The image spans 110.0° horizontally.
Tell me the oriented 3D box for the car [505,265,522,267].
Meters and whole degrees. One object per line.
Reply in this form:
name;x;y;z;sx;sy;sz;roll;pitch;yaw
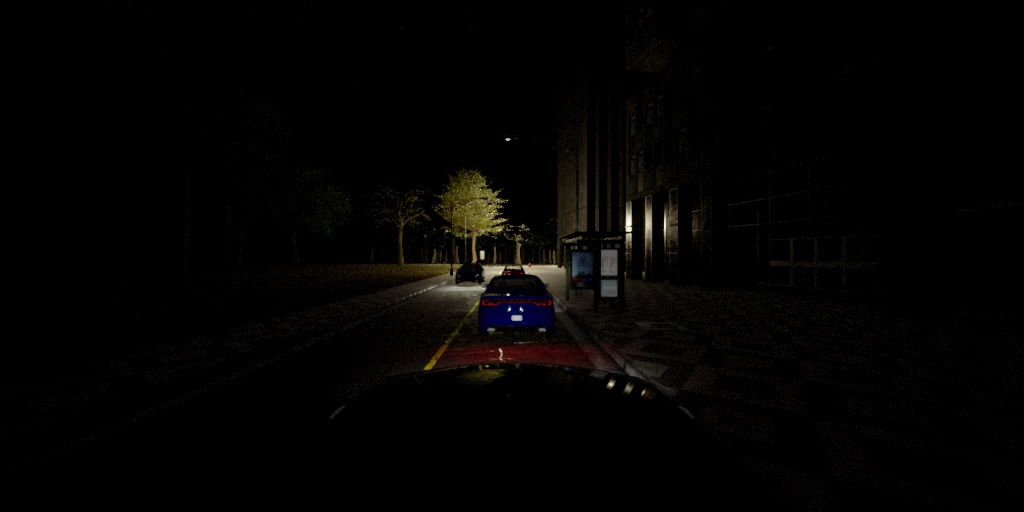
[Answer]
car;0.129;1.431;30.274;1.895;1.301;4.718;0;0;0

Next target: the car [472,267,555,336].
car;0.110;1.242;10.490;1.882;1.535;5.008;0;0;0

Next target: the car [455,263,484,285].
car;-3.076;1.298;27.162;1.882;1.535;5.008;0;0;0
